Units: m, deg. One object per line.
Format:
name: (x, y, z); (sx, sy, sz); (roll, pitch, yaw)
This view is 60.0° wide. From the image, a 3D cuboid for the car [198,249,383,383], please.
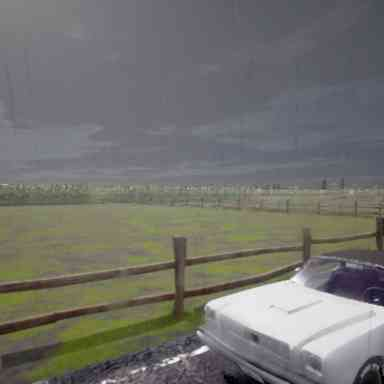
car: (2.418, 1.601, 4.794); (4.718, 1.301, 1.895); (0, 0, -35)
